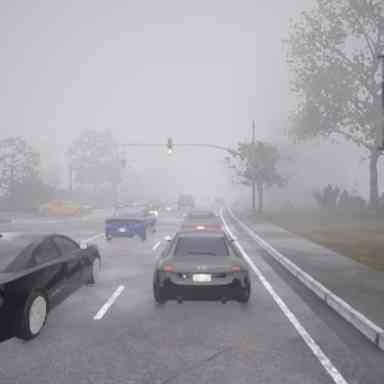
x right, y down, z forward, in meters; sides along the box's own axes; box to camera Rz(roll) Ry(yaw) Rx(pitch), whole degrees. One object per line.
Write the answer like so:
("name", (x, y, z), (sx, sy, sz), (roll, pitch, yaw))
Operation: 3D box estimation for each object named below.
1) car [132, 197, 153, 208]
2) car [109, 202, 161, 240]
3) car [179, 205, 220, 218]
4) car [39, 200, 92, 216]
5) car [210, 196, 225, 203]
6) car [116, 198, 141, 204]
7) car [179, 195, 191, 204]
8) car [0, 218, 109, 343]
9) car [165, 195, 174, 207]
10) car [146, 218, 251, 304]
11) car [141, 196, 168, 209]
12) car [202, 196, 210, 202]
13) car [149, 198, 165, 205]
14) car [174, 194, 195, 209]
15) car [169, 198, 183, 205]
("car", (-7.681, 1.655, 52.510), (2.128, 1.511, 4.902), (0, 0, 6))
("car", (-3.026, 1.532, 17.283), (1.882, 1.535, 5.008), (0, 0, 2))
("car", (0.476, 1.618, 17.237), (1.994, 1.385, 4.181), (0, 0, 2))
("car", (-12.488, 1.580, 32.933), (5.008, 1.535, 1.882), (0, 0, -2))
("car", (5.794, 1.704, 74.150), (1.882, 1.535, 5.008), (0, 0, 9))
("car", (-8.583, 1.627, 43.327), (2.128, 1.511, 4.902), (0, 0, 5))
("car", (-1.473, 1.583, 72.950), (2.097, 1.767, 4.553), (0, 0, 8))
("car", (-3.304, 1.498, 6.585), (1.882, 1.535, 5.008), (0, 0, 1))
("car", (-4.040, 1.672, 53.663), (1.837, 1.490, 4.892), (0, 0, 7))
("car", (0.225, 1.590, 8.266), (1.994, 1.385, 4.181), (0, 0, 1))
("car", (-4.971, 1.630, 44.409), (2.128, 1.511, 4.902), (0, 0, 5))
("car", (3.616, 1.783, 82.575), (2.128, 1.511, 4.902), (0, 0, 10))
("car", (-6.493, 1.759, 62.450), (1.994, 1.385, 4.181), (0, 0, 7))
("car", (-0.780, 1.370, 47.628), (2.150, 2.045, 5.566), (0, 0, 4))
("car", (-2.920, 1.797, 62.788), (1.895, 1.301, 4.718), (0, 0, 8))
